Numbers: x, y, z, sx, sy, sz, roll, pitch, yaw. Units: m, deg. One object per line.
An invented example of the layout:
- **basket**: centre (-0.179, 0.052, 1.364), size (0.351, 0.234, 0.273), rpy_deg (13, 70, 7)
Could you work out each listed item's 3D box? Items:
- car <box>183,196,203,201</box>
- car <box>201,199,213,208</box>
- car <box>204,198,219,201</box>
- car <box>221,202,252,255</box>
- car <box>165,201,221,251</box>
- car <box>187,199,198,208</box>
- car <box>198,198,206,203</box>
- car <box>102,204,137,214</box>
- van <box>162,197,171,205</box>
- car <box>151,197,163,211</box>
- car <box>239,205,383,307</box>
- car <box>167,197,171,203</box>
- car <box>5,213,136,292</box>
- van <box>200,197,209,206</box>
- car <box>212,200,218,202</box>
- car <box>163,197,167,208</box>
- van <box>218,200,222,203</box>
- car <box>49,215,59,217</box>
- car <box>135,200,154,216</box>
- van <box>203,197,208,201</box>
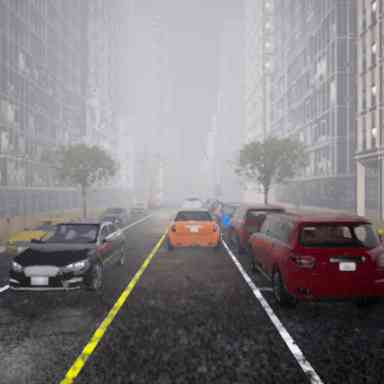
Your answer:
- **car**: centre (0.062, 1.598, 44.235), size (2.150, 2.045, 5.566), rpy_deg (0, 0, 0)
- **car**: centre (2.619, 2.050, 59.260), size (2.008, 1.369, 4.403), rpy_deg (-1, 0, 0)
- **car**: centre (2.643, 1.751, 36.527), size (1.967, 1.590, 4.097), rpy_deg (-1, 0, 0)
- **car**: centre (2.666, 1.434, 13.795), size (2.192, 1.841, 5.009), rpy_deg (-1, 0, 0)
- **car**: centre (0.054, 1.479, 14.813), size (2.097, 1.767, 4.553), rpy_deg (0, -1, -1)
- **car**: centre (0.036, 1.989, 60.775), size (1.882, 1.535, 5.008), rpy_deg (0, 0, 0)
- **car**: centre (2.642, 2.296, 87.677), size (1.947, 1.339, 4.313), rpy_deg (-1, 0, 0)
- **car**: centre (-5.724, 1.780, 25.150), size (1.947, 1.339, 4.313), rpy_deg (-1, 0, 0)
- **van**: centre (-5.781, 1.980, 76.304), size (1.690, 1.788, 3.998), rpy_deg (-1, 0, 0)
- **car**: centre (-5.750, 1.844, 47.885), size (1.967, 1.590, 4.097), rpy_deg (-1, 0, 0)
- **car**: centre (2.672, 1.386, 8.111), size (2.192, 1.841, 5.009), rpy_deg (-1, 0, 0)
- **car**: centre (-5.773, 2.175, 70.619), size (1.802, 1.307, 4.206), rpy_deg (-1, 0, 0)
- **car**: centre (-3.109, 1.571, 9.240), size (2.128, 1.511, 4.902), rpy_deg (0, 0, 0)
- **van**: centre (2.605, 1.935, 70.629), size (1.690, 1.788, 3.998), rpy_deg (-1, 0, 0)
- **car**: centre (2.656, 1.655, 25.160), size (1.967, 1.590, 4.097), rpy_deg (-1, 0, 0)
- **car**: centre (-5.757, 1.767, 53.569), size (2.192, 1.841, 5.009), rpy_deg (-1, 0, 0)
- **van**: centre (2.661, 1.508, 19.478), size (1.690, 1.788, 3.998), rpy_deg (-1, 0, 0)
- **car**: centre (-5.711, 1.642, 13.614), size (1.752, 1.417, 4.829), rpy_deg (-1, 0, 0)
- **car**: centre (-5.737, 1.860, 36.517), size (2.008, 1.369, 4.403), rpy_deg (-1, 0, 0)
- **van**: centre (2.636, 1.699, 42.211), size (1.690, 1.788, 3.998), rpy_deg (-1, 0, 0)
